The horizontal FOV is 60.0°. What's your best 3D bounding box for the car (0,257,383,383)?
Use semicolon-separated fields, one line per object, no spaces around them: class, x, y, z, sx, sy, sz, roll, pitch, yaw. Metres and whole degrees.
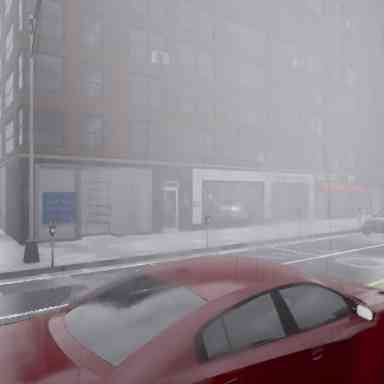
car;0.581;1.477;3.578;5.008;1.535;1.882;0;0;-35

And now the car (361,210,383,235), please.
car;10.616;1.582;17.470;4.206;1.307;1.802;0;0;-35
